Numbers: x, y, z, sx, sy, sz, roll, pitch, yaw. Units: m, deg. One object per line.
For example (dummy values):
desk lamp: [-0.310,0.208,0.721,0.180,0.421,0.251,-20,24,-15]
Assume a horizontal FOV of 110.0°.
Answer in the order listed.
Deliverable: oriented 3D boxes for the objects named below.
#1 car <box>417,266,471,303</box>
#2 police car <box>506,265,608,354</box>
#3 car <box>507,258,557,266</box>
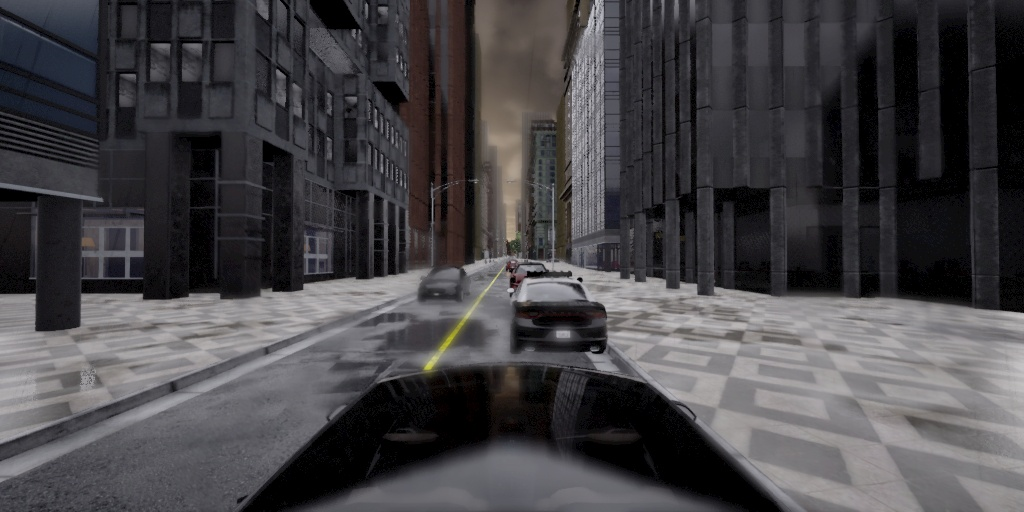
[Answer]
car: [-2.983,1.255,16.577,1.837,1.490,4.892,0,0,0]
police car: [0.907,1.177,8.902,1.930,1.638,5.238,0,0,0]
car: [0.918,1.101,18.763,2.097,1.767,4.553,0,0,0]
